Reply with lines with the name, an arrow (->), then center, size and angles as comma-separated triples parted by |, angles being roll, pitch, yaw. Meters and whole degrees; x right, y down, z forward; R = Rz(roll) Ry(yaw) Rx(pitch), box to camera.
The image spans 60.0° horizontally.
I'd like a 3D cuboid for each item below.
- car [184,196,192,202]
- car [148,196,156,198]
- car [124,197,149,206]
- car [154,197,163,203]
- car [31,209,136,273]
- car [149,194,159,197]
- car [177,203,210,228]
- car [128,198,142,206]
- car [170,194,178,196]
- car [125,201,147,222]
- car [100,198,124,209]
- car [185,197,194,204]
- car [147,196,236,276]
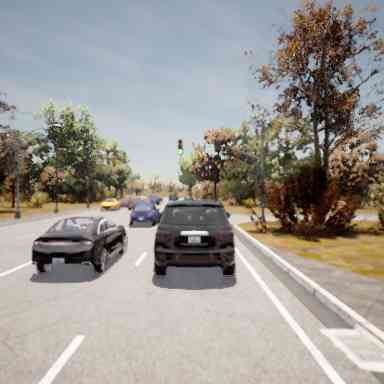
car -> -1.042, 1.777, 84.250 | 1.994, 1.385, 4.181 | 0, 0, -3
car -> -7.163, 1.725, 51.996 | 1.812, 1.442, 4.674 | 0, 0, -1
car -> -7.090, 1.732, 43.241 | 1.994, 1.385, 4.181 | 0, 0, -1
car -> -7.652, 1.752, 76.383 | 1.895, 1.301, 4.718 | 0, 0, -2
car -> -3.400, 1.541, 10.888 | 2.128, 1.511, 4.902 | 0, 0, 0
car -> -7.264, 1.459, 62.631 | 2.150, 2.045, 5.566 | 0, 0, -1
car -> 0.099, 1.589, 24.067 | 2.128, 1.511, 4.902 | 0, 0, 0
car -> -10.764, 1.803, 62.899 | 1.994, 1.385, 4.181 | 0, 0, -1
car -> -4.037, 1.493, 73.626 | 2.150, 2.045, 5.566 | 0, 0, -2
car -> -3.398, 1.625, 24.504 | 1.812, 1.442, 4.674 | 0, 0, 0
car -> -10.622, 1.646, 43.593 | 1.882, 1.535, 5.008 | 0, 0, -2
car -> -0.550, 1.804, 74.069 | 1.812, 1.442, 4.674 | 0, 0, -2
car -> 0.097, 1.268, 10.670 | 2.150, 2.045, 5.566 | 0, -1, 1
